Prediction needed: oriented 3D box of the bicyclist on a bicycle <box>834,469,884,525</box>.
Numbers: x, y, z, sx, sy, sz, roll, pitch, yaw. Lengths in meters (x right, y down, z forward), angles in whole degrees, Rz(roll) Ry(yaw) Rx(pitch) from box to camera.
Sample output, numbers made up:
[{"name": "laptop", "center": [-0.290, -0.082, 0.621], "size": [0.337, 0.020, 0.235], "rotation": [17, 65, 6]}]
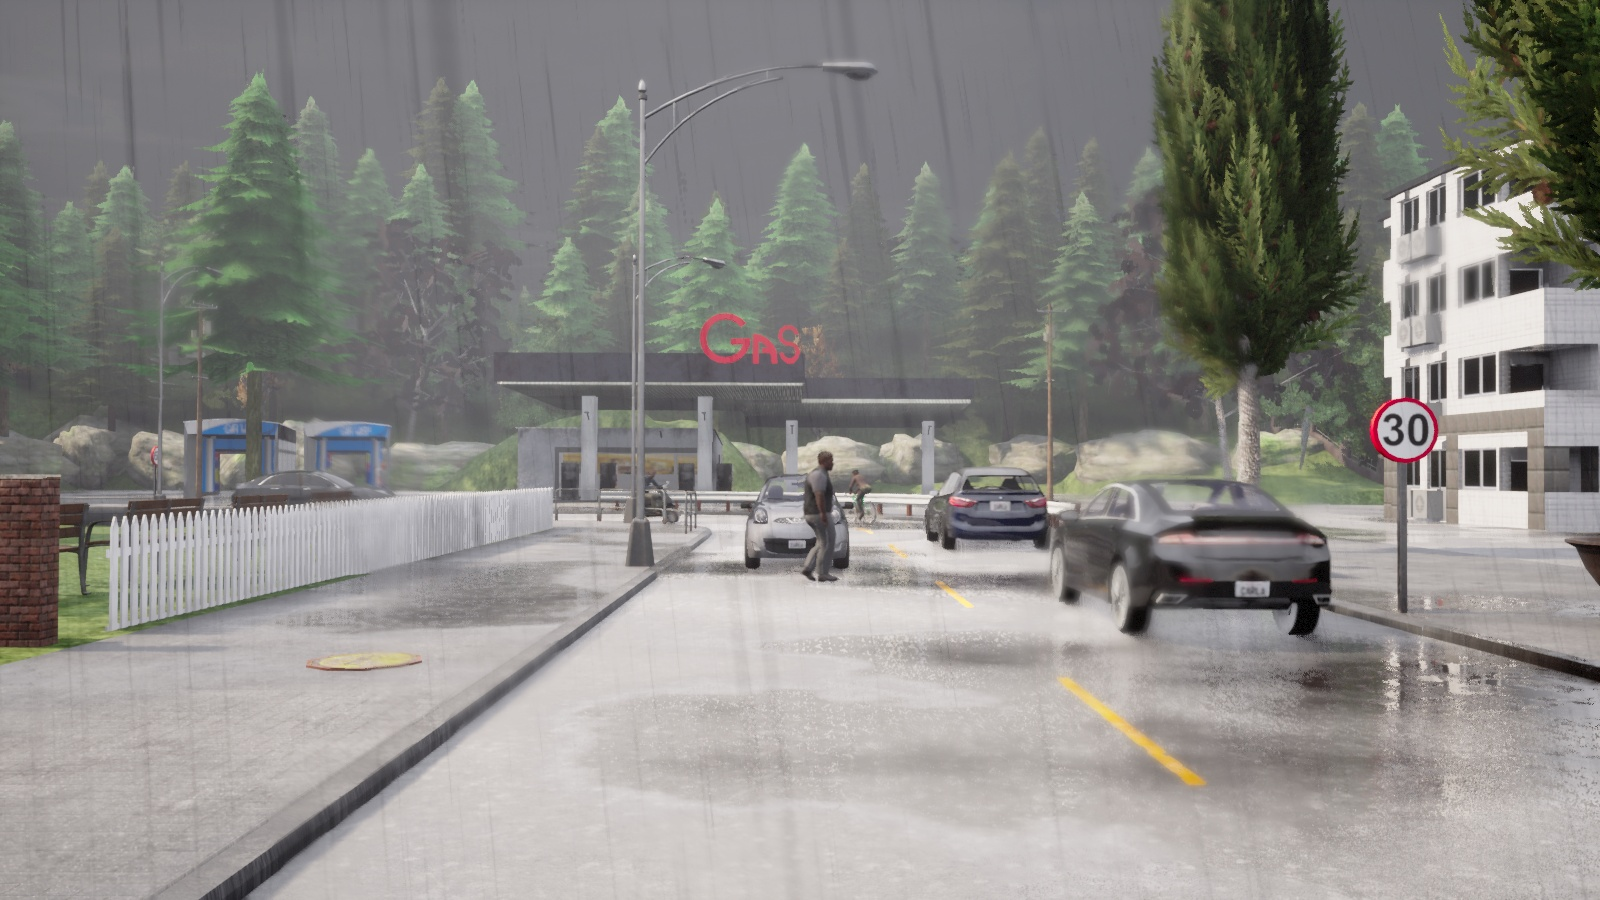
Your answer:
[{"name": "bicyclist on a bicycle", "center": [1.737, 1.386, 37.185], "size": [0.582, 1.620, 1.656], "rotation": [-1, -1, -32]}]

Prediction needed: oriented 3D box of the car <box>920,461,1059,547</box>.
[{"name": "car", "center": [3.940, 1.094, 26.917], "size": [2.242, 1.667, 4.611], "rotation": [0, -1, 0]}]

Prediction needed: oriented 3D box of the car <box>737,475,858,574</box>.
[{"name": "car", "center": [-0.038, 1.181, 21.051], "size": [1.845, 1.501, 3.633], "rotation": [0, -1, 0]}]

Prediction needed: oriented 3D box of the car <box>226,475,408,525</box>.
[{"name": "car", "center": [-14.861, 1.529, 38.815], "size": [4.892, 1.490, 1.837], "rotation": [0, -1, 0]}]

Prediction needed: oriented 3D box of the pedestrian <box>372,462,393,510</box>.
[{"name": "pedestrian", "center": [-16.161, 1.403, 48.607], "size": [0.706, 1.836, 0.354], "rotation": [0, -1, -1]}]

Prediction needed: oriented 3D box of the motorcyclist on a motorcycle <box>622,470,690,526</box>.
[{"name": "motorcyclist on a motorcycle", "center": [-4.297, 1.414, 37.439], "size": [1.817, 1.590, 0.866], "rotation": [-1, 1, 28]}]

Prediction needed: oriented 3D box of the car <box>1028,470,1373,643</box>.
[{"name": "car", "center": [3.974, 0.982, 13.524], "size": [2.128, 1.511, 4.902], "rotation": [0, -1, 0]}]

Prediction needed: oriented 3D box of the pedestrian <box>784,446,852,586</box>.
[{"name": "pedestrian", "center": [0.239, 0.894, 17.254], "size": [0.849, 1.883, 0.563], "rotation": [0, -1, -8]}]
